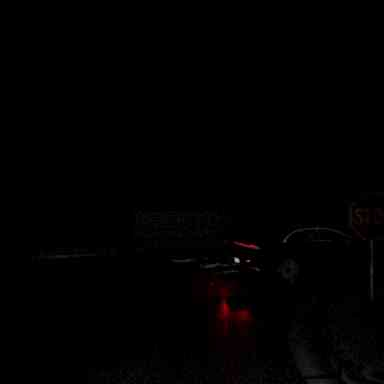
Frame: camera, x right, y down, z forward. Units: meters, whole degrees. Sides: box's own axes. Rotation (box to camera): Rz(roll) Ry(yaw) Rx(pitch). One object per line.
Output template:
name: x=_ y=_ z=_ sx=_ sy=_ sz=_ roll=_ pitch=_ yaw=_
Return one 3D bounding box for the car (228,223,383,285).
car: x=3.481 y=1.675 z=9.850 sx=4.902 sy=1.511 sz=2.128 roll=1 pitch=-1 yaw=-20
